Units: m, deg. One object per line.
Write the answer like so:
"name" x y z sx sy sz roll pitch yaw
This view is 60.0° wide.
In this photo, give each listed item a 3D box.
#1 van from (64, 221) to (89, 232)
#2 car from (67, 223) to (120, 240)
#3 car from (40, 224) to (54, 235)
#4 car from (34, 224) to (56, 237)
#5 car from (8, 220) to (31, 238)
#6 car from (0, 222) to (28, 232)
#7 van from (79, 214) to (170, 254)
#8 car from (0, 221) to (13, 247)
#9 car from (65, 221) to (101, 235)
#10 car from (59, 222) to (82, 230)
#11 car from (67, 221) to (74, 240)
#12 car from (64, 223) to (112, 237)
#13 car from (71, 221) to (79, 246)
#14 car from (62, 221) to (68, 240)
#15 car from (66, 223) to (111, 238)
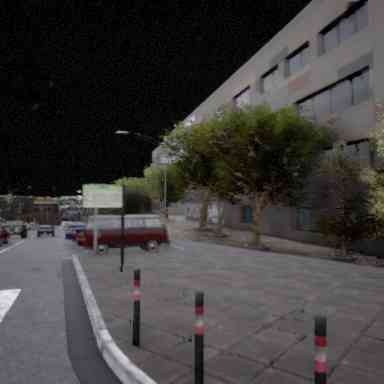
"van" -22.181 6.633 63.817 4.442 1.987 1.878 1 -6 -22
"car" -9.709 3.871 32.821 4.792 1.488 2.163 1 -6 -22
"car" -21.543 5.570 49.552 1.837 1.490 4.892 1 -6 -22
"car" -17.577 4.641 40.038 1.837 1.490 4.892 1 -6 -22
"car" -19.962 4.161 37.544 2.150 2.045 5.566 1 -5 -22
"car" -40.415 7.951 75.592 5.566 2.045 2.435 1 -6 -22
"van" -3.365 2.180 17.425 4.442 1.987 1.878 1 -5 -22
"car" -14.487 3.095 23.929 1.882 1.535 5.008 1 -5 -22
"car" -14.998 4.971 45.706 4.553 1.767 2.185 1 -6 -22
"car" -32.773 9.117 89.548 5.566 2.045 2.435 1 -6 -22
"car" -5.576 2.845 22.554 5.008 1.535 2.097 1 -6 -22
"car" -12.702 4.595 40.618 5.366 1.575 1.946 1 -6 -22
"car" -4.488 2.641 19.947 4.792 1.488 2.163 1 -5 -22
"car" -6.629 2.836 25.090 5.566 2.045 2.435 1 -6 -22
"car" -11.802 4.373 37.978 4.792 1.488 2.163 1 -6 -22
